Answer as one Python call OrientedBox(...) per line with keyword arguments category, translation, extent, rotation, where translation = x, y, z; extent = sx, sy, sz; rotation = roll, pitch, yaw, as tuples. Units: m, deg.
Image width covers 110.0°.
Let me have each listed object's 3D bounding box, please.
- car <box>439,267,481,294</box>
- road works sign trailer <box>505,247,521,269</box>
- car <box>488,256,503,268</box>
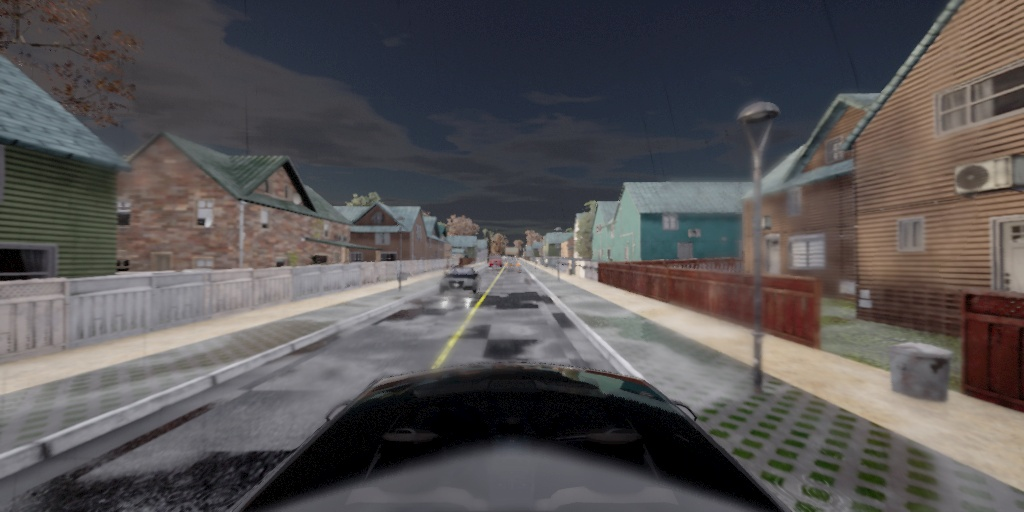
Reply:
OrientedBox(category="car", translation=(-2.848, 1.316, 20.401), extent=(1.994, 1.385, 4.181), rotation=(0, 0, 0))
OrientedBox(category="road works sign trailer", translation=(-0.001, 0.199, 57.640), extent=(2.380, 3.560, 2.880), rotation=(0, 0, 0))
OrientedBox(category="car", translation=(-2.776, 0.955, 61.630), extent=(2.150, 2.045, 5.566), rotation=(0, 0, 1))
